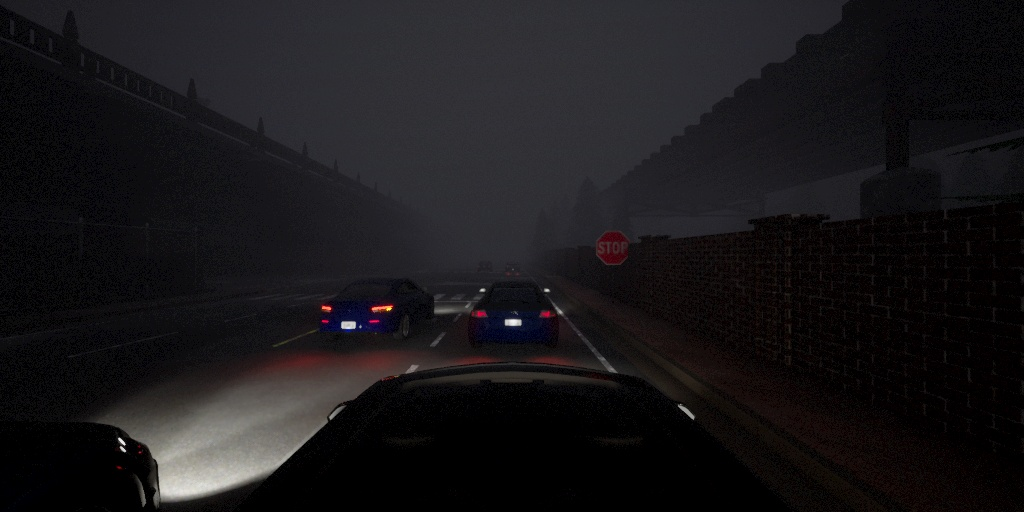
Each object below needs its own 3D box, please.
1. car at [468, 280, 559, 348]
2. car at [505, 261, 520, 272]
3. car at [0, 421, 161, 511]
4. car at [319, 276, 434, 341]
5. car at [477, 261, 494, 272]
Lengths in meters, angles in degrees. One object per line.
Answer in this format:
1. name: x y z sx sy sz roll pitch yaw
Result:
1. car: 0.067 1.314 9.258 1.994 1.385 4.181 0 0 1
2. car: 0.085 1.351 46.076 1.895 1.301 4.718 0 0 -1
3. car: -3.398 1.314 0.683 1.994 1.385 4.181 0 0 0
4. car: -3.415 1.276 9.779 1.812 1.442 4.674 0 0 0
5. car: -3.410 1.297 45.908 2.033 1.411 5.357 0 0 -1
